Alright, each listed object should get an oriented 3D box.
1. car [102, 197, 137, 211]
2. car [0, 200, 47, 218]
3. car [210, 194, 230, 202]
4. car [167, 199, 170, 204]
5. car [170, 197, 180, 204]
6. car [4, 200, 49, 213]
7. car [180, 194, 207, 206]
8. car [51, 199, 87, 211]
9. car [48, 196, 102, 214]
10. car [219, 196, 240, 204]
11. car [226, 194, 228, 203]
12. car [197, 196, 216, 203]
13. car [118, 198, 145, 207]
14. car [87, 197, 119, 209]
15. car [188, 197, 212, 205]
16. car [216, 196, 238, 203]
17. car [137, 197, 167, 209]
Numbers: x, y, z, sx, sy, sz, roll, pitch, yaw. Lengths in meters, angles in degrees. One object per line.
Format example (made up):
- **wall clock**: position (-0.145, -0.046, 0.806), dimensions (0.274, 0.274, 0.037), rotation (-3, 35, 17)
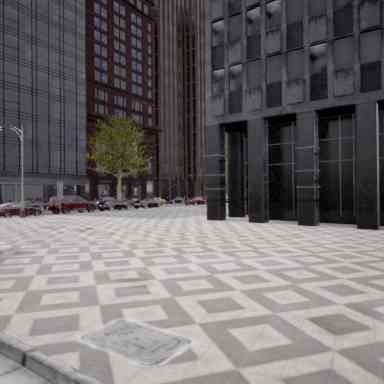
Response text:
- **car**: position (-8.956, 1.524, 38.570), dimensions (1.947, 1.339, 4.313), rotation (-1, 0, 35)
- **car**: position (-15.348, 1.576, 29.279), dimensions (1.802, 1.307, 4.206), rotation (-1, 0, 35)
- **car**: position (6.397, 1.295, 75.929), dimensions (2.192, 1.841, 5.009), rotation (-1, 0, 35)
- **car**: position (-6.484, 1.544, 57.203), dimensions (1.752, 1.417, 4.829), rotation (-1, 0, 35)
- **car**: position (-3.191, 1.574, 61.990), dimensions (1.947, 1.339, 4.313), rotation (-1, 0, 35)
- **car**: position (-19.173, 1.641, 38.760), dimensions (1.947, 1.339, 4.313), rotation (-1, 0, 35)
- **car**: position (0.631, 1.462, 52.507), dimensions (1.887, 1.381, 4.507), rotation (-1, 0, 35)
- **car**: position (-15.977, 1.641, 43.405), dimensions (1.802, 1.307, 4.206), rotation (-1, 0, 35)
- **car**: position (-12.154, 1.289, 33.926), dimensions (2.192, 1.841, 5.009), rotation (-1, 0, 35)
- **car**: position (7.024, 1.463, 61.797), dimensions (1.947, 1.339, 4.313), rotation (-1, 0, 35)
- **car**: position (3.826, 1.222, 57.154), dimensions (2.192, 1.841, 5.009), rotation (-1, 0, 35)
- **car**: position (3.202, 1.534, 71.282), dimensions (1.887, 1.381, 4.507), rotation (-1, 0, 35)
- **car**: position (-9.584, 1.612, 52.697), dimensions (1.802, 1.307, 4.206), rotation (-1, 0, 35)
- **car**: position (-12.782, 1.483, 48.051), dimensions (1.967, 1.590, 4.097), rotation (-1, 0, 35)
- **car**: position (1.478, 1.539, 58.274), dimensions (1.895, 1.301, 4.718), rotation (-1, 0, 34)
- **car**: position (7.141, 1.469, 66.503), dimensions (2.033, 1.411, 5.357), rotation (-1, 0, 35)
- **car**: position (-5.760, 1.508, 43.215), dimensions (1.947, 1.339, 4.313), rotation (-1, 0, 35)
